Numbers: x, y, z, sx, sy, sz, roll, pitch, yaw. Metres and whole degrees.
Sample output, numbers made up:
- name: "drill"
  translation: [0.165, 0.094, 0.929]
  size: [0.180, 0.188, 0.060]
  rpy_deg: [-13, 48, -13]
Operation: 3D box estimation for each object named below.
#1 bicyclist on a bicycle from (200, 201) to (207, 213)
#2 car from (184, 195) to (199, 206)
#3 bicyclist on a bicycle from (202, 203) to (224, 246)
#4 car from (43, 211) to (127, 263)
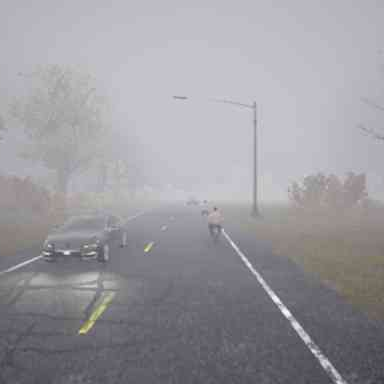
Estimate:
- name: "bicyclist on a bicycle"
  translation: [0.947, 1.417, 23.533]
  size: [0.866, 1.612, 1.509]
  rpy_deg: [0, 0, 0]
- name: "car"
  translation: [0.107, 1.549, 54.196]
  size: [1.895, 1.301, 4.718]
  rpy_deg: [0, 0, 0]
- name: "bicyclist on a bicycle"
  translation: [0.985, 1.425, 14.117]
  size: [0.866, 1.612, 1.509]
  rpy_deg: [0, 0, 0]
- name: "car"
  translation: [-3.598, 1.495, 11.977]
  size: [1.837, 1.490, 4.892]
  rpy_deg: [0, 0, 0]
